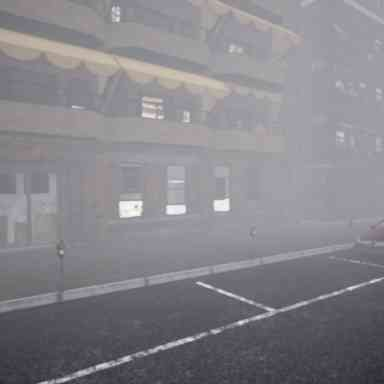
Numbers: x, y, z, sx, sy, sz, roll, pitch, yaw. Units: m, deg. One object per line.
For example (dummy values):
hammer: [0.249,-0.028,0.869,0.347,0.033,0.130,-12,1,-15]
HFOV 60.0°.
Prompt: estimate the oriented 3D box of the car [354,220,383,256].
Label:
car: [7.501,1.572,11.879,4.206,1.307,1.802,0,-1,-35]
